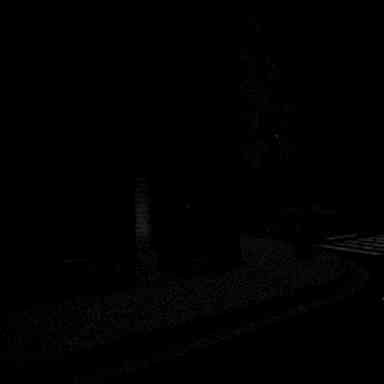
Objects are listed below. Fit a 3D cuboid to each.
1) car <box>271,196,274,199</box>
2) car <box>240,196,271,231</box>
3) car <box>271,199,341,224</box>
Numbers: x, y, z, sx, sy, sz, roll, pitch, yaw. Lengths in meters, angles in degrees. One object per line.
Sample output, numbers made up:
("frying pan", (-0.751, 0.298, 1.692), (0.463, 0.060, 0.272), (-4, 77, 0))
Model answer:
("car", (5.040, 1.228, 28.666), (2.192, 1.841, 5.009), (0, 0, -35))
("car", (1.787, 1.233, 19.393), (2.192, 1.841, 5.009), (0, 0, -35))
("car", (8.233, 1.444, 24.176), (1.752, 1.417, 4.829), (0, 0, -35))
